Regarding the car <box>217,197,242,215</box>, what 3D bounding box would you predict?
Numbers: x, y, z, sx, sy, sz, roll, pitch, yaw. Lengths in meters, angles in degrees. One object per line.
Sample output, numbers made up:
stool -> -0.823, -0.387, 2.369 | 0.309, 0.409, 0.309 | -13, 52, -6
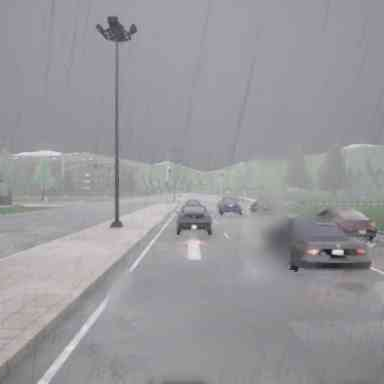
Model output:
car -> 3.619, 1.288, 32.972 | 2.097, 1.767, 4.553 | 0, 0, 0

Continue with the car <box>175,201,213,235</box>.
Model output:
car -> 0.110, 1.467, 18.683 | 1.837, 1.490, 4.892 | 0, 0, 0

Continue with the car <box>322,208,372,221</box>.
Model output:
car -> 7.123, 1.494, 16.203 | 1.812, 1.442, 4.674 | 0, 0, 0

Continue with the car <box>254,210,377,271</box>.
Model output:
car -> 3.606, 1.526, 10.731 | 2.033, 1.411, 5.357 | 0, 0, 0

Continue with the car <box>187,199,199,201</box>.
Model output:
car -> 0.120, 1.475, 36.154 | 2.033, 1.411, 5.357 | 0, 0, 0

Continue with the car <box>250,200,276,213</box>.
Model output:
car -> 7.119, 1.497, 33.870 | 1.994, 1.385, 4.181 | 0, 0, 0
